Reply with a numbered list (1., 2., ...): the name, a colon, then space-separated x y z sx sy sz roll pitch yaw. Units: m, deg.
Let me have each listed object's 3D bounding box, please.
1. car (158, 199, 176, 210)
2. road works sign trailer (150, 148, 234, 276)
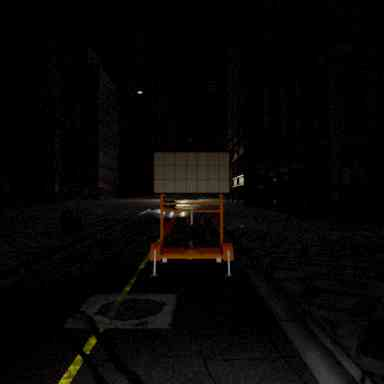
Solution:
1. car: -3.143 1.555 42.870 1.994 1.385 4.181 0 0 0
2. road works sign trailer: -0.009 0.464 10.307 2.380 3.560 2.880 0 0 0
